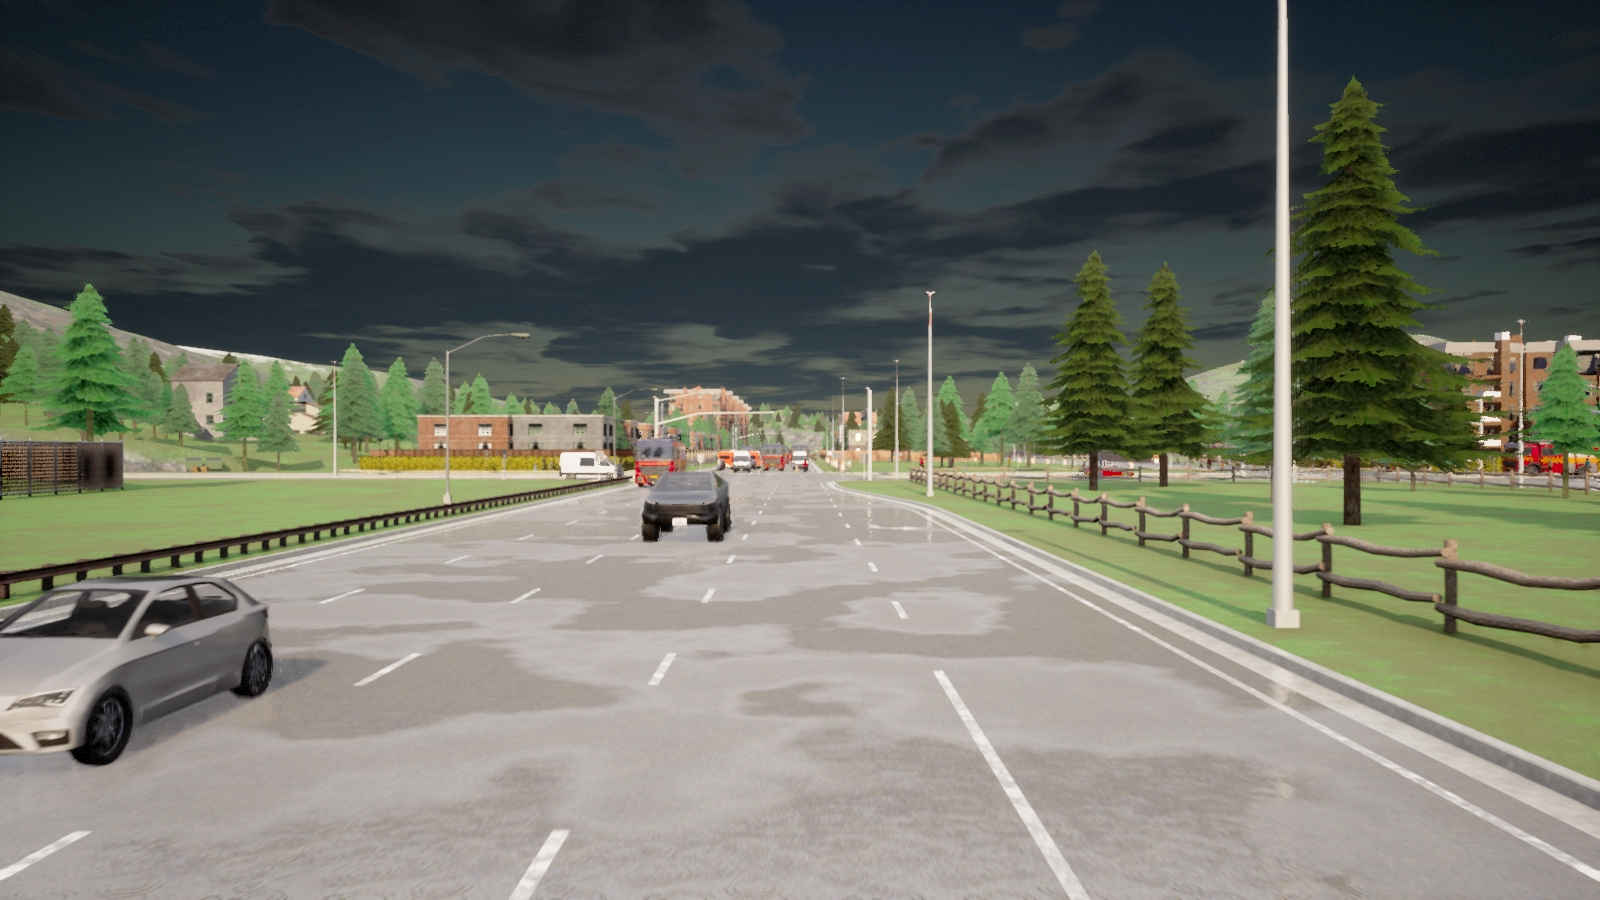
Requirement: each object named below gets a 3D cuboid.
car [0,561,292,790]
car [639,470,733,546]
[{"bbox_3d":[-6.972,2.061,11.498,1.816,1.474,4.193,0,0,0],"label":"car"},{"bbox_3d":[-3.508,1.740,36.453,2.390,2.098,6.274,0,0,0],"label":"car"}]
